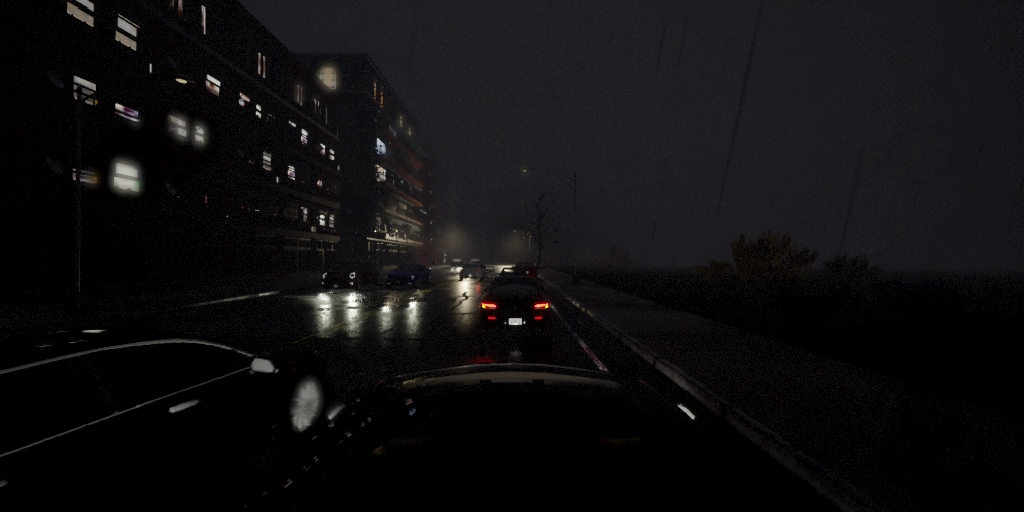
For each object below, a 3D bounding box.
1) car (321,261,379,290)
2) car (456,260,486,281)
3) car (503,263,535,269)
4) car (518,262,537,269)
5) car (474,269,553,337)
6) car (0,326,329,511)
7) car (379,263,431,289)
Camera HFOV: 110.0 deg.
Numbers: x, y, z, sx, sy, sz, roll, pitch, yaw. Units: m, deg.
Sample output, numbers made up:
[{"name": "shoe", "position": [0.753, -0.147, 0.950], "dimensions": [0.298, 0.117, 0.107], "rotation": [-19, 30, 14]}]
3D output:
[{"name": "car", "position": [-9.907, 1.105, 22.387], "dimensions": [2.097, 1.767, 4.553], "rotation": [0, 0, 0]}, {"name": "car", "position": [-3.227, 1.279, 29.968], "dimensions": [1.812, 1.442, 4.674], "rotation": [0, 0, 0]}, {"name": "car", "position": [0.050, 1.317, 20.370], "dimensions": [1.994, 1.385, 4.181], "rotation": [0, 0, 0]}, {"name": "car", "position": [1.061, 1.232, 29.899], "dimensions": [1.882, 1.535, 5.008], "rotation": [0, 0, 0]}, {"name": "car", "position": [0.069, 1.277, 10.203], "dimensions": [1.812, 1.442, 4.674], "rotation": [0, 0, 0]}, {"name": "car", "position": [-3.153, 1.253, 2.454], "dimensions": [1.837, 1.490, 4.892], "rotation": [0, -1, 0]}, {"name": "car", "position": [-6.660, 1.231, 23.448], "dimensions": [1.882, 1.535, 5.008], "rotation": [0, 0, 0]}]
